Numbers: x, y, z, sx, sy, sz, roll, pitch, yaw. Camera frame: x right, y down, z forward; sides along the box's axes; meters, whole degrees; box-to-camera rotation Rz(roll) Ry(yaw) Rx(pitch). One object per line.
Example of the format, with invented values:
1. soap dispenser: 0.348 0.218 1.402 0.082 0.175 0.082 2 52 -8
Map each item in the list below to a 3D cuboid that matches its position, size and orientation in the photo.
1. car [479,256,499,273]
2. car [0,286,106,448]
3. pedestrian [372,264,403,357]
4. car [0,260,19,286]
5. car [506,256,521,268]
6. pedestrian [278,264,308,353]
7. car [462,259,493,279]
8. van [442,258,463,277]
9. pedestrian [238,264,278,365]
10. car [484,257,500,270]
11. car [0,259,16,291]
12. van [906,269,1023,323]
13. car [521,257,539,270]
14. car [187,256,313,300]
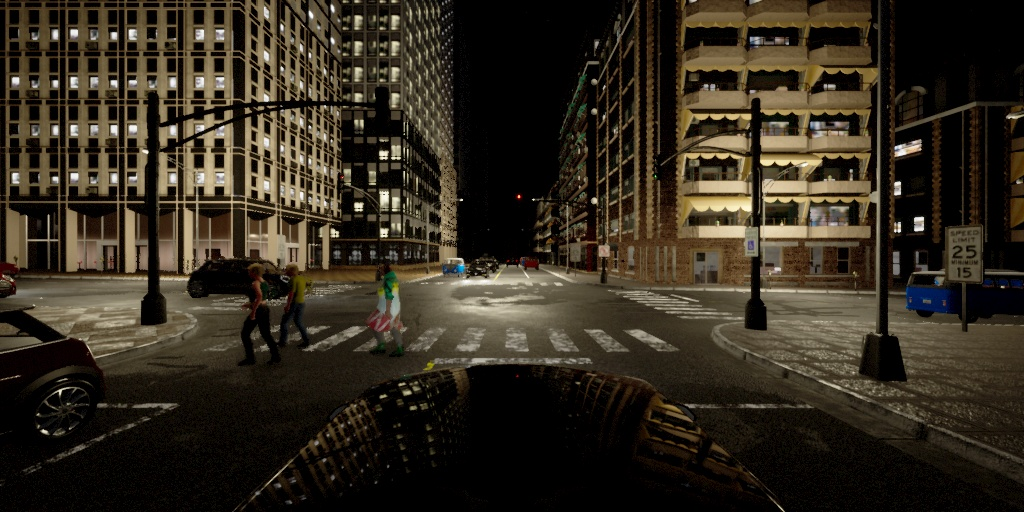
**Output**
1. car: -3.042 0.982 43.353 2.150 2.045 5.566 0 0 0
2. car: -5.689 1.190 2.338 1.967 1.591 4.097 0 0 0
3. pedestrian: -2.447 1.044 7.069 0.375 1.860 0.375 0 0 0
4. car: -21.133 0.818 13.125 4.097 1.591 1.967 0 0 0
5. car: 0.080 0.994 63.915 2.150 2.045 5.566 0 0 0
6. pedestrian: -4.710 1.033 7.671 0.375 1.860 0.375 0 0 0
7. car: -3.057 1.260 32.771 1.837 1.490 4.892 0 0 0
8. van: -5.649 1.097 34.812 1.690 1.789 3.998 0 0 0
9. pedestrian: -4.581 1.044 6.472 0.375 1.860 0.375 0 0 0
10. car: -3.025 1.118 54.211 2.097 1.767 4.553 0 0 0
11. car: -25.855 0.831 15.708 5.357 1.411 2.033 1 0 0
12. van: 16.926 1.453 13.027 3.998 1.789 1.690 0 0 0
13. car: 2.752 1.079 51.456 2.192 1.841 5.009 0 0 0
14. car: -11.294 0.916 15.723 4.553 1.767 2.097 1 0 0
